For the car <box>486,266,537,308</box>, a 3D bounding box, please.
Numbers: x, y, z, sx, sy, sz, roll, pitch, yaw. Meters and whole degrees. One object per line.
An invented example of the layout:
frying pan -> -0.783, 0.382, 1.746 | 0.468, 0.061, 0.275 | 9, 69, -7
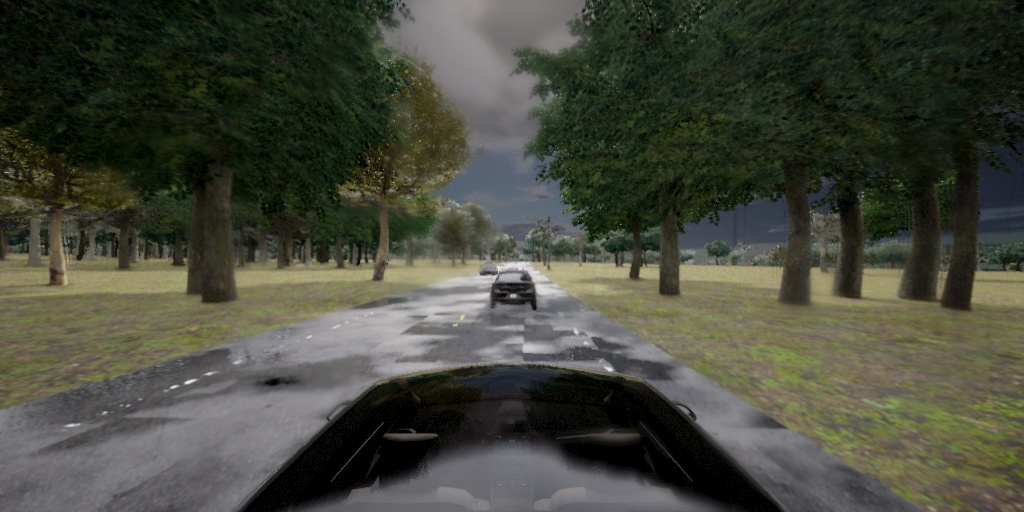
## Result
car -> 0.109, 1.383, 16.089 | 1.882, 1.535, 5.008 | 0, 0, 1

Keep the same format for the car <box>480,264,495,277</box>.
car -> -2.870, 1.739, 44.569 | 1.837, 1.490, 4.892 | 0, 0, 2
